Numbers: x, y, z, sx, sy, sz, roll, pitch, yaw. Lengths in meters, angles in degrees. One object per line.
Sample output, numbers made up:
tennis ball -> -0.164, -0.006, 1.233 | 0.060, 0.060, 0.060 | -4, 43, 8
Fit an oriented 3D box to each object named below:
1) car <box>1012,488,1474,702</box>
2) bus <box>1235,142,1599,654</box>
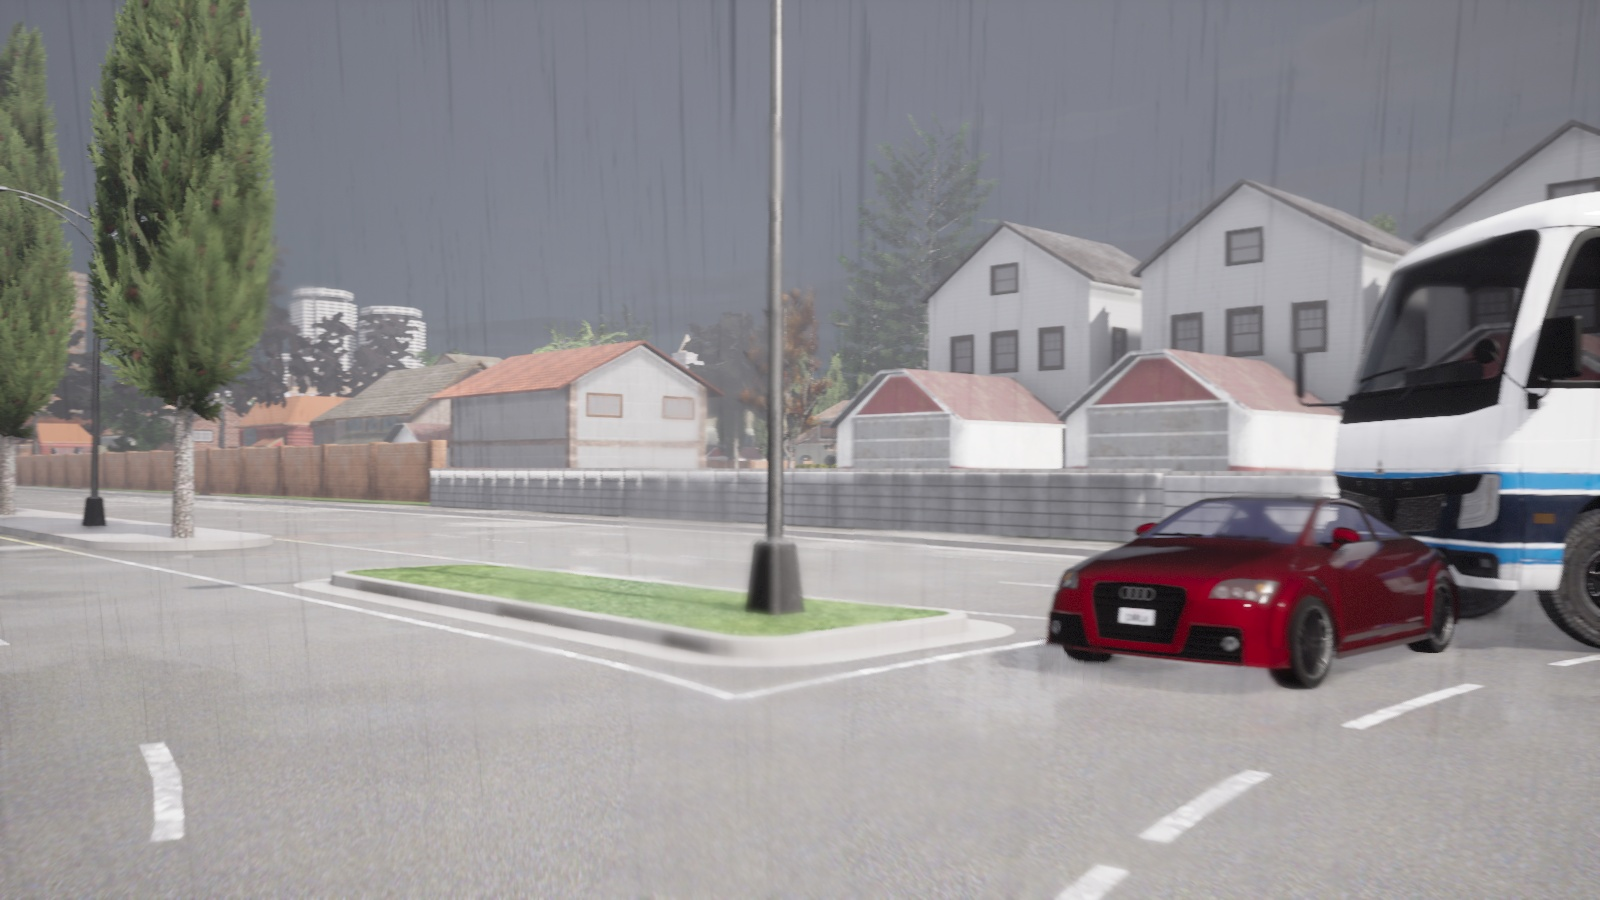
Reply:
car -> 3.869, 1.038, 10.601 | 4.181, 1.385, 1.994 | 1, -2, -44
bus -> 10.139, -0.408, 12.437 | 10.273, 4.253, 3.944 | 0, -1, 0
